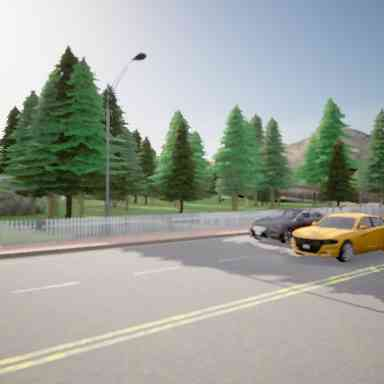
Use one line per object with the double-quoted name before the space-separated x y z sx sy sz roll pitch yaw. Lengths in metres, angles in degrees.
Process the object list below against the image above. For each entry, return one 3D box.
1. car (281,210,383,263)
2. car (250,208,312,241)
"car" 5.802 1.534 12.401 5.008 1.535 1.882 0 0 -35
"car" 4.923 1.555 16.065 4.902 1.511 2.128 0 0 -35
